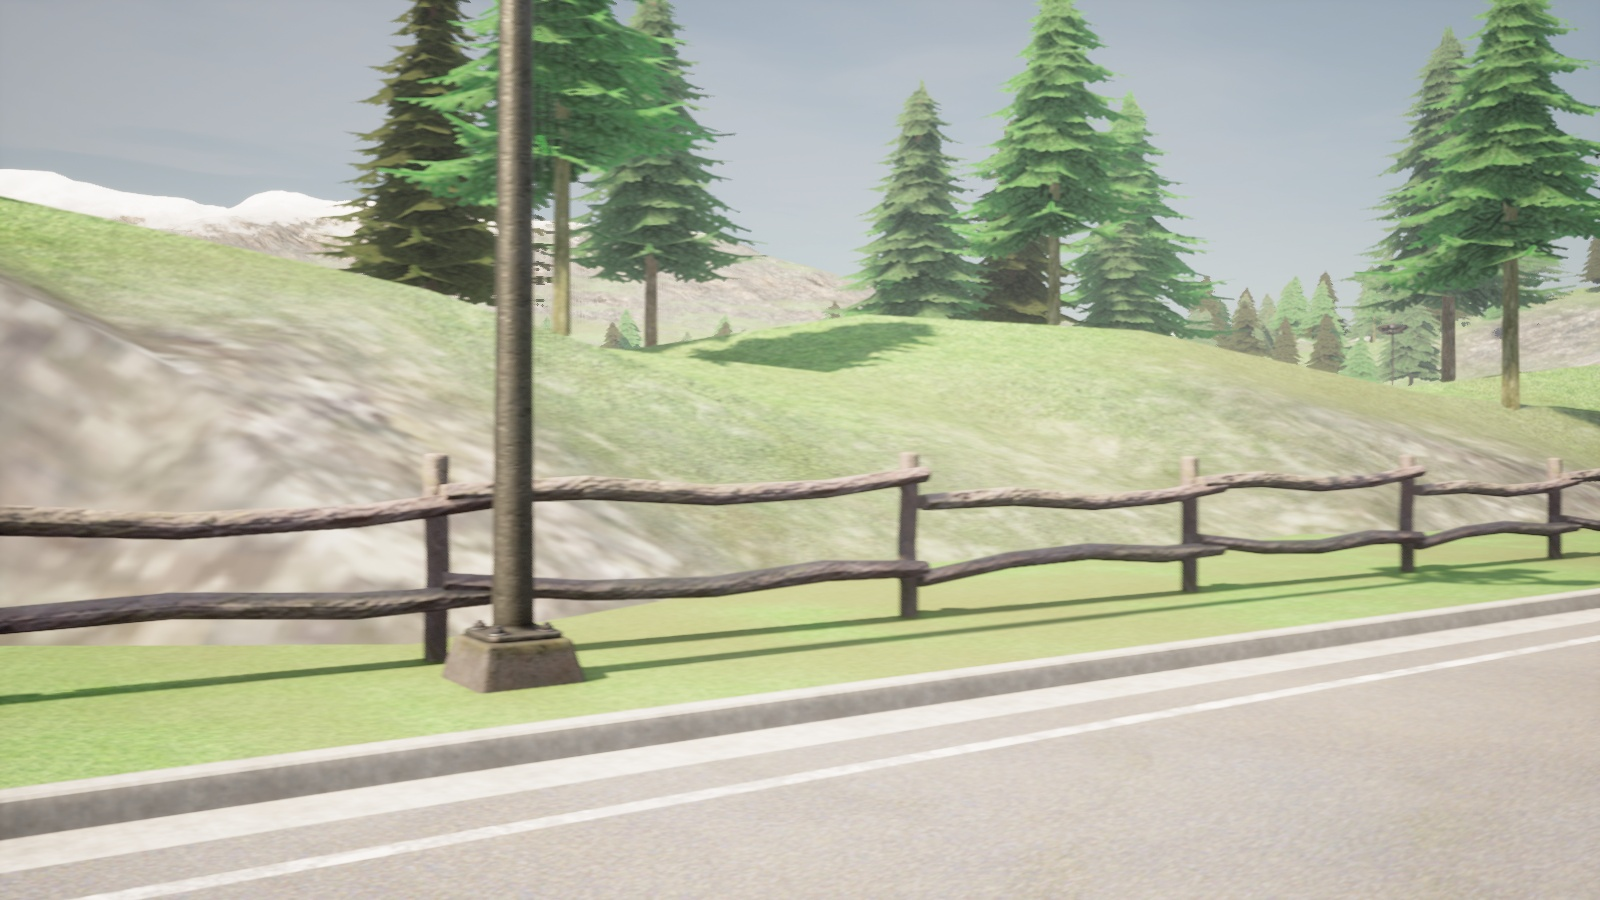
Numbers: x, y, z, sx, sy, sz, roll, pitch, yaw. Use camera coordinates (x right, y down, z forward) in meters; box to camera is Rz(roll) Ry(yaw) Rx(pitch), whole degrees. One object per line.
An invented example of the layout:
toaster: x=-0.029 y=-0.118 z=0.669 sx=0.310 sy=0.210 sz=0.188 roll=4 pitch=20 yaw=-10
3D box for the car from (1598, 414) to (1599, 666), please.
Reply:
car: x=8.091 y=0.634 z=9.290 sx=4.553 sy=1.767 sz=2.097 roll=0 pitch=0 yaw=-35
